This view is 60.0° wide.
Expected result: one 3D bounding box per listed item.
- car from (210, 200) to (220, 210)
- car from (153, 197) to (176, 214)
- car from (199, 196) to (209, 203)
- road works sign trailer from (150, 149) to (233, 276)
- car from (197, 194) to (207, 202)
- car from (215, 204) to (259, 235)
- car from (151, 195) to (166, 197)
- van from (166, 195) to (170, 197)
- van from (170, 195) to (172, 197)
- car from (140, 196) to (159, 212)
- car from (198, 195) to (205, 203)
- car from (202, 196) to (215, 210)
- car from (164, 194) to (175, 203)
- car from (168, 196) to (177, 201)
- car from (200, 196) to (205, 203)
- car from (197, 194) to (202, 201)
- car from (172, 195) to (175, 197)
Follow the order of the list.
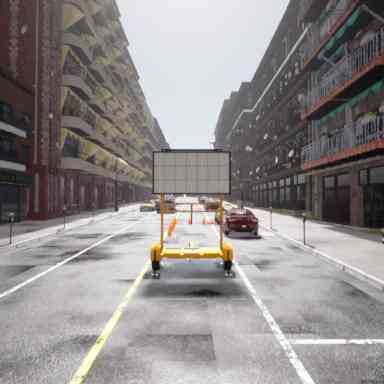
[{"bbox_3d":[2.580,1.555,24.398,1.752,1.417,4.829,1,0,0],"label":"car"},{"bbox_3d":[-2.757,1.582,35.974,1.812,1.442,4.674,0,0,0],"label":"car"},{"bbox_3d":[2.579,1.626,74.004,1.967,1.590,4.097,1,0,0],"label":"car"},{"bbox_3d":[-0.012,0.473,10.368,2.380,3.560,2.880,0,0,0],"label":"road works sign trailer"},{"bbox_3d":[2.538,1.551,85.066,2.192,1.841,5.009,1,0,0],"label":"car"},{"bbox_3d":[2.581,1.565,18.696,1.887,1.381,4.507,1,0,0],"label":"car"},{"bbox_3d":[-5.299,1.399,46.412,2.192,1.841,5.009,2,0,0],"label":"car"},{"bbox_3d":[-5.302,1.459,57.470,1.690,1.788,3.998,2,0,0],"label":"van"},{"bbox_3d":[-5.304,1.481,63.002,1.690,1.788,3.998,1,0,0],"label":"van"},{"bbox_3d":[-5.303,1.594,40.710,1.752,1.417,4.829,2,0,0],"label":"car"},{"bbox_3d":[2.572,1.684,62.942,1.887,1.381,4.507,1,0,0],"label":"car"},{"bbox_3d":[2.576,1.614,40.818,1.887,1.381,4.507,1,0,0],"label":"car"},{"bbox_3d":[-5.307,1.525,79.593,2.192,1.841,5.009,1,0,0],"label":"car"},{"bbox_3d":[-5.316,1.830,90.654,1.947,1.339,4.313,1,0,0],"label":"car"},{"bbox_3d":[2.575,1.634,46.350,2.008,1.369,4.403,1,0,0],"label":"car"},{"bbox_3d":[2.570,1.706,68.472,1.887,1.381,4.507,1,0,0],"label":"car"},{"bbox_3d":[-5.306,1.501,74.063,2.192,1.841,5.009,1,0,0],"label":"car"}]
